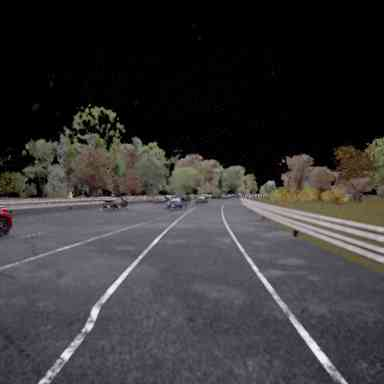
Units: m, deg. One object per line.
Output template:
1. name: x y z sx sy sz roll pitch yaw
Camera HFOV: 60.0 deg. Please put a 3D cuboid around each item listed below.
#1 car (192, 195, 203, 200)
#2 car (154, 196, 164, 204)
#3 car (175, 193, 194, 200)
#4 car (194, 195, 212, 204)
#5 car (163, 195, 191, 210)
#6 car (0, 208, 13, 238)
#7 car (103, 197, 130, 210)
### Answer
1. car: 1.491 1.492 90.555 1.812 1.442 4.674 0 0 14
2. car: -5.298 1.446 60.188 2.033 1.411 5.357 0 0 12
3. car: -1.711 1.121 60.281 2.150 2.045 5.566 0 0 12
4. car: 1.883 1.426 60.285 1.812 1.442 4.674 0 0 12
5. car: -1.799 1.388 41.094 1.812 1.442 4.674 0 0 10
6. car: -9.795 1.029 13.395 2.150 2.045 5.566 0 0 8
7. car: -9.078 1.364 40.163 1.837 1.490 4.892 0 0 10
